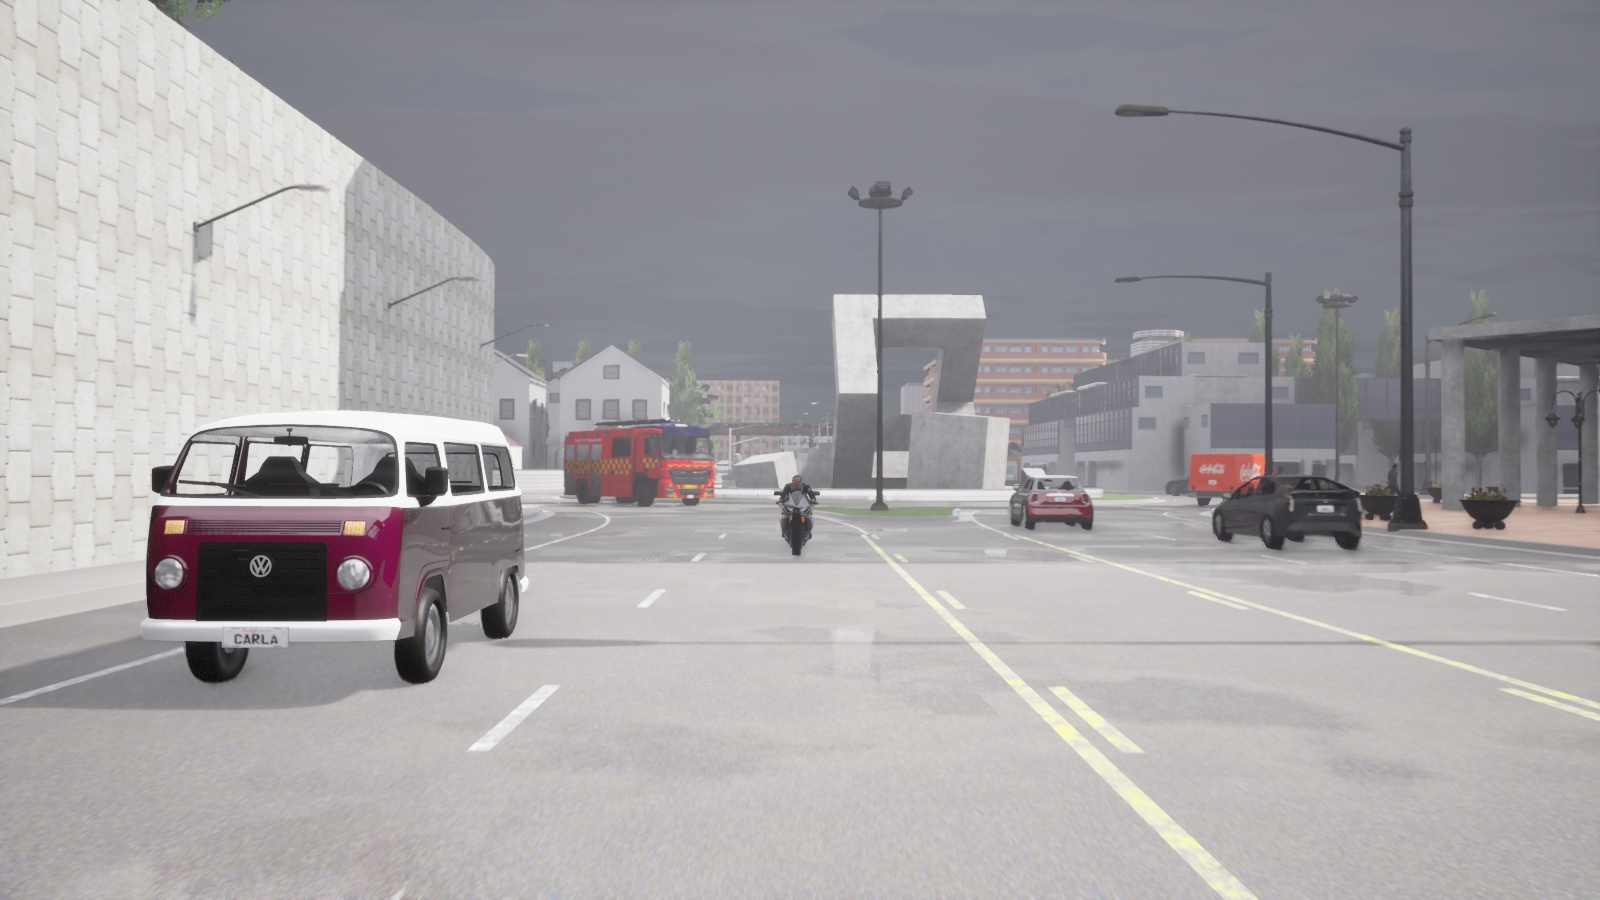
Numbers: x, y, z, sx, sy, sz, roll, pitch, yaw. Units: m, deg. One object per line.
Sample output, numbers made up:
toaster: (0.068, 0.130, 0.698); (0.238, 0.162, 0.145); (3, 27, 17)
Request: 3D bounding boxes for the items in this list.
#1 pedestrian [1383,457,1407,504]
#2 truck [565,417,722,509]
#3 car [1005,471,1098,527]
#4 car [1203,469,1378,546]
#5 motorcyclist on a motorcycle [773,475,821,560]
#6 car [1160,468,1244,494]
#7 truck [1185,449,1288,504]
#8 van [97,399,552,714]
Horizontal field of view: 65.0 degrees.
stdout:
pedestrian: (24.606, 1.250, 51.966); (0.788, 1.949, 0.423); (0, -1, -17)
truck: (-7.170, 0.623, 56.433); (2.891, 3.827, 8.468); (1, -1, -40)
car: (7.069, 1.348, 35.617); (1.970, 1.475, 3.806); (0, -1, 2)
car: (10.434, 1.174, 27.126); (2.007, 1.525, 4.514); (0, -1, 0)
motorcyclist on a motorcycle: (-0.051, 1.251, 23.934); (0.866, 1.530, 2.191); (0, -1, 0)
car: (26.217, 2.012, 81.990); (2.033, 1.649, 4.856); (0, -1, -44)
truck: (20.514, 1.232, 58.889); (2.627, 2.467, 5.204); (-1, -1, 44)
van: (-3.526, 0.726, 10.389); (2.069, 2.038, 4.480); (0, -1, 0)
